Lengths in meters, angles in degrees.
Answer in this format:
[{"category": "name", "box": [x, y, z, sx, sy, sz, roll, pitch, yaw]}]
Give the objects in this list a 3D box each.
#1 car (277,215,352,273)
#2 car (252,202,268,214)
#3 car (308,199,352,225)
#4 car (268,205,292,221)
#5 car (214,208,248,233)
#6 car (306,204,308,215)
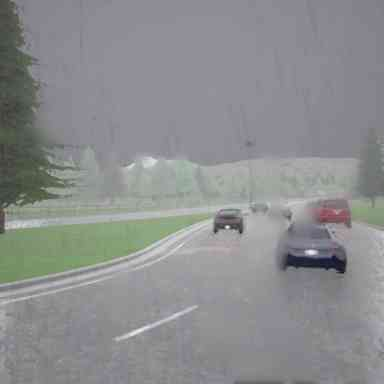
[{"category": "car", "box": [4.006, 1.719, 11.402, 1.994, 1.385, 4.181, -1, -1, 17]}, {"category": "car", "box": [9.570, 2.178, 46.049, 2.128, 1.511, 4.902, -1, -1, 20]}, {"category": "car", "box": [10.381, 1.533, 25.014, 2.150, 2.045, 5.566, -1, -1, 13]}, {"category": "car", "box": [8.630, 2.056, 32.029, 1.895, 1.301, 4.718, -1, -1, 16]}, {"category": "car", "box": [2.618, 1.865, 22.236, 1.837, 1.490, 4.892, -1, -1, 12]}, {"category": "car", "box": [15.586, 1.896, 42.129, 2.097, 1.767, 4.553, -1, -1, 19]}]
